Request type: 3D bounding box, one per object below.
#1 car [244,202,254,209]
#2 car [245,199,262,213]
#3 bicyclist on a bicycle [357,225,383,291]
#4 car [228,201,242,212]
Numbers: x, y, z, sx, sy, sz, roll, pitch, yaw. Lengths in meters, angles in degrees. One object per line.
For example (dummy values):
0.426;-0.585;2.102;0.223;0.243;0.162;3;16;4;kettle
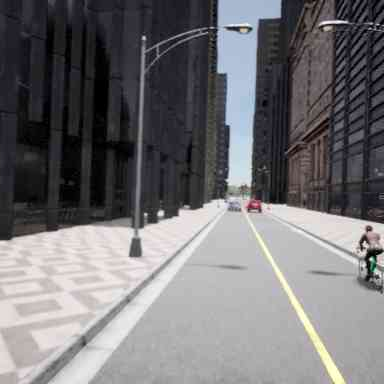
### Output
12.470;2.892;72.515;1.895;1.301;4.718;2;-1;8;car
10.150;2.234;54.227;2.150;2.045;5.566;2;0;7;car
4.866;1.747;9.082;0.582;1.620;1.656;2;-1;8;bicyclist on a bicycle
6.876;2.231;53.667;2.097;1.767;4.553;2;-1;8;car
